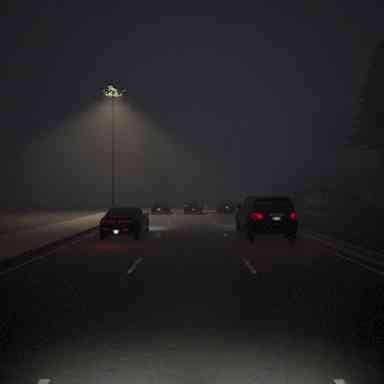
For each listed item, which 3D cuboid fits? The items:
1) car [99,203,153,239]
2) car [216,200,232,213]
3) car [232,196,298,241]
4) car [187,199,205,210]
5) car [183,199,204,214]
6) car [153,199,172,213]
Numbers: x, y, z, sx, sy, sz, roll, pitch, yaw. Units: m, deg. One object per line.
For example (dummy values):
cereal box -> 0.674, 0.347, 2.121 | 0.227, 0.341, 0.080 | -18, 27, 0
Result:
car -> -3.400, 1.505, 17.289 | 1.837, 1.490, 4.892 | 0, 0, 0
car -> 3.655, 1.563, 36.357 | 1.994, 1.385, 4.181 | 0, 0, 1
car -> 3.600, 1.221, 16.804 | 2.150, 2.045, 5.566 | 0, 0, 0
car -> 0.593, 1.601, 44.198 | 1.895, 1.301, 4.718 | 0, 0, 6
car -> 0.134, 1.526, 35.016 | 1.812, 1.442, 4.674 | 0, 0, 1
car -> -3.343, 1.504, 36.511 | 1.837, 1.490, 4.892 | 0, 0, 1
